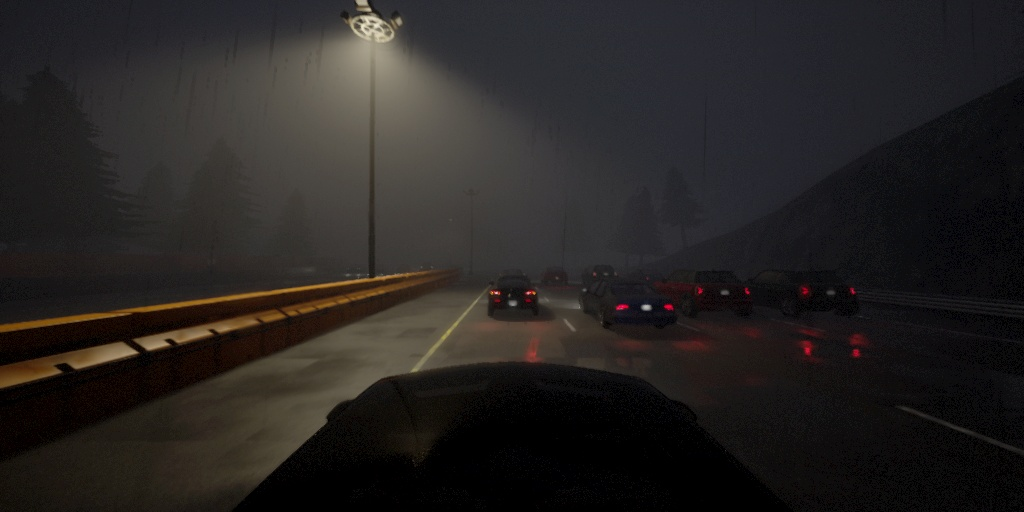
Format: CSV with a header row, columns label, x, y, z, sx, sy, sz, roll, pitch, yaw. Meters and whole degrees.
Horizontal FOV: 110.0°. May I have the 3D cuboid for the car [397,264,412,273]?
label,x,y,z,sx,sy,sz,roll,pitch,yaw
car,-17.138,2.020,57.164,1.994,1.385,4.181,0,-1,-11

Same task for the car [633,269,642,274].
label,x,y,z,sx,sy,sz,roll,pitch,yaw
car,10.493,1.692,28.442,1.895,1.301,4.718,0,-1,0

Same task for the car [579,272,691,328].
label,x,y,z,sx,sy,sz,roll,pitch,yaw
car,3.534,1.427,11.879,2.033,1.411,5.357,0,-1,1

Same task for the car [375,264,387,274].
label,x,y,z,sx,sy,sz,roll,pitch,yaw
car,-20.244,1.952,54.753,1.812,1.442,4.674,0,-1,-10

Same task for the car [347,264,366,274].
label,x,y,z,sx,sy,sz,roll,pitch,yaw
car,-23.861,1.908,55.129,1.882,1.535,5.008,0,-1,-11

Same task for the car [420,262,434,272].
label,x,y,z,sx,sy,sz,roll,pitch,yaw
car,-13.762,1.821,58.091,2.097,1.767,4.553,0,-1,-11

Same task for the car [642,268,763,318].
label,x,y,z,sx,sy,sz,roll,pitch,yaw
car,7.054,1.258,13.971,2.097,1.767,4.553,0,-1,1

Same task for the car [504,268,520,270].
label,x,y,z,sx,sy,sz,roll,pitch,yaw
car,0.008,1.619,26.883,2.033,1.411,5.357,0,-1,0

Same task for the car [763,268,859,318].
label,x,y,z,sx,sy,sz,roll,pitch,yaw
car,10.554,1.258,13.966,2.097,1.767,4.553,0,-1,1

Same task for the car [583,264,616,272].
label,x,y,z,sx,sy,sz,roll,pitch,yaw
car,6.990,1.449,28.965,2.097,1.767,4.553,0,-1,0

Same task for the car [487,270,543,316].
label,x,y,z,sx,sy,sz,roll,pitch,yaw
car,0.056,1.435,14.177,1.812,1.442,4.674,0,-1,1

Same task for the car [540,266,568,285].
label,x,y,z,sx,sy,sz,roll,pitch,yaw
car,3.475,1.591,30.246,1.882,1.535,5.008,0,0,-1
